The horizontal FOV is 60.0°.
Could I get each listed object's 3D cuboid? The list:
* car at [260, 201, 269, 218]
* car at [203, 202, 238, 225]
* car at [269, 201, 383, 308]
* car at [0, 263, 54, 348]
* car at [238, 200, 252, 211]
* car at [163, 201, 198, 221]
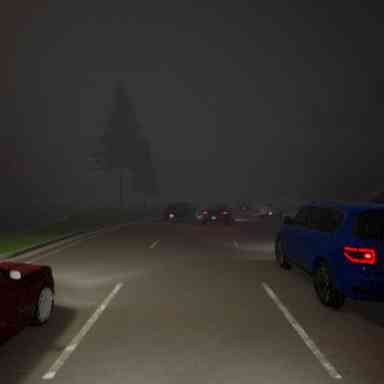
[{"bbox_3d":[7.081,1.530,29.554,1.812,1.442,4.674,0,0,16],"label":"car"},{"bbox_3d":[1.995,1.530,24.132,1.812,1.442,4.674,0,0,14],"label":"car"},{"bbox_3d":[3.634,1.223,8.034,2.150,2.045,5.566,0,0,1],"label":"car"},{"bbox_3d":[-3.396,1.479,3.990,1.882,1.535,5.008,0,0,0],"label":"car"},{"bbox_3d":[6.395,1.608,40.897,1.895,1.301,4.718,0,0,9],"label":"car"},{"bbox_3d":[-0.874,1.510,26.964,1.837,1.490,4.892,0,0,15],"label":"car"}]
